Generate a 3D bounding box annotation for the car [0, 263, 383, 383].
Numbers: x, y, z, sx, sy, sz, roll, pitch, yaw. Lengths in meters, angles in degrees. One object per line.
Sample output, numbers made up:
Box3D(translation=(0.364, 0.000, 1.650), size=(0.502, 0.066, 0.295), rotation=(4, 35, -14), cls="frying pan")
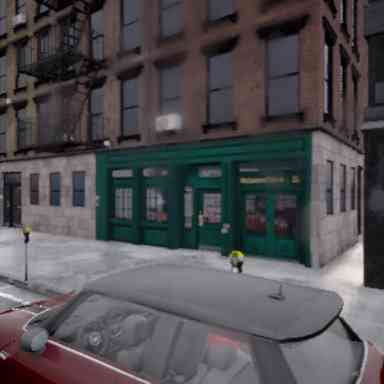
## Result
Box3D(translation=(-0.436, 1.438, 3.121), size=(4.097, 1.590, 1.967), rotation=(0, 0, 36), cls="car")
